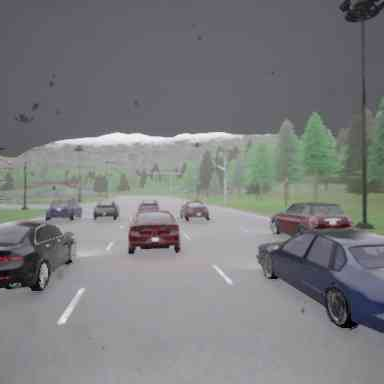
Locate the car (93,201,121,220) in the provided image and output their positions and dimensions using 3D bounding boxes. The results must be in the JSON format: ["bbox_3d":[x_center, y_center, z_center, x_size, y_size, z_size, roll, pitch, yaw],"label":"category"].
[{"bbox_3d":[-7.125,1.491,28.146,2.128,1.511,4.902,-1,0,-8],"label":"car"}]

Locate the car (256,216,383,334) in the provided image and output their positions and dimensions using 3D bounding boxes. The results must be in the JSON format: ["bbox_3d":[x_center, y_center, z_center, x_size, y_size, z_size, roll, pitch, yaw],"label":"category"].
[{"bbox_3d":[3.023,1.487,6.858,2.033,1.411,5.357,-1,0,-9],"label":"car"}]

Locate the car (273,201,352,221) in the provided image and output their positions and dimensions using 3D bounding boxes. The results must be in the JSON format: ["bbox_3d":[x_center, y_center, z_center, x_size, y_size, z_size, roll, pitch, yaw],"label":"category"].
[{"bbox_3d":[5.302,1.236,15.308,2.097,1.767,4.553,-1,0,-8],"label":"car"}]

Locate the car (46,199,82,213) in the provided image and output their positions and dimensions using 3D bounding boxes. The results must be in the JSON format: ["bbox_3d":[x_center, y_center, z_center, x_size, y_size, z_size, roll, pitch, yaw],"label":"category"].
[{"bbox_3d":[-10.633,1.397,27.944,2.097,1.767,4.553,-1,0,-8],"label":"car"}]

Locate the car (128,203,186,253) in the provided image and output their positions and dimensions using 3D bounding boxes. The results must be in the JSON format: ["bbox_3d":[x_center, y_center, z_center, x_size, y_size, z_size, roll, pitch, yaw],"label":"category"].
[{"bbox_3d":[-1.579,1.453,13.777,1.882,1.535,5.008,-1,0,-8],"label":"car"}]

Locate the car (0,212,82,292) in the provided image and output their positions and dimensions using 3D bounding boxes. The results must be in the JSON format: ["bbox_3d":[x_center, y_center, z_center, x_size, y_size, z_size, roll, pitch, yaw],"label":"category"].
[{"bbox_3d":[-4.463,1.531,8.883,1.837,1.490,4.892,-1,0,-7],"label":"car"}]

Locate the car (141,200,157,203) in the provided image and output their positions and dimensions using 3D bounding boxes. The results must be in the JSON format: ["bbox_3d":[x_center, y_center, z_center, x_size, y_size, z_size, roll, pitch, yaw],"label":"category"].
[{"bbox_3d":[-3.981,1.442,30.894,2.128,1.511,4.902,-1,0,-8],"label":"car"}]

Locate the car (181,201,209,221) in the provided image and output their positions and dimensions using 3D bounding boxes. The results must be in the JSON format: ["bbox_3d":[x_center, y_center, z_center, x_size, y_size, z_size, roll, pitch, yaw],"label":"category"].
[{"bbox_3d":[0.184,1.438,26.469,1.812,1.442,4.674,-1,0,-8],"label":"car"}]
